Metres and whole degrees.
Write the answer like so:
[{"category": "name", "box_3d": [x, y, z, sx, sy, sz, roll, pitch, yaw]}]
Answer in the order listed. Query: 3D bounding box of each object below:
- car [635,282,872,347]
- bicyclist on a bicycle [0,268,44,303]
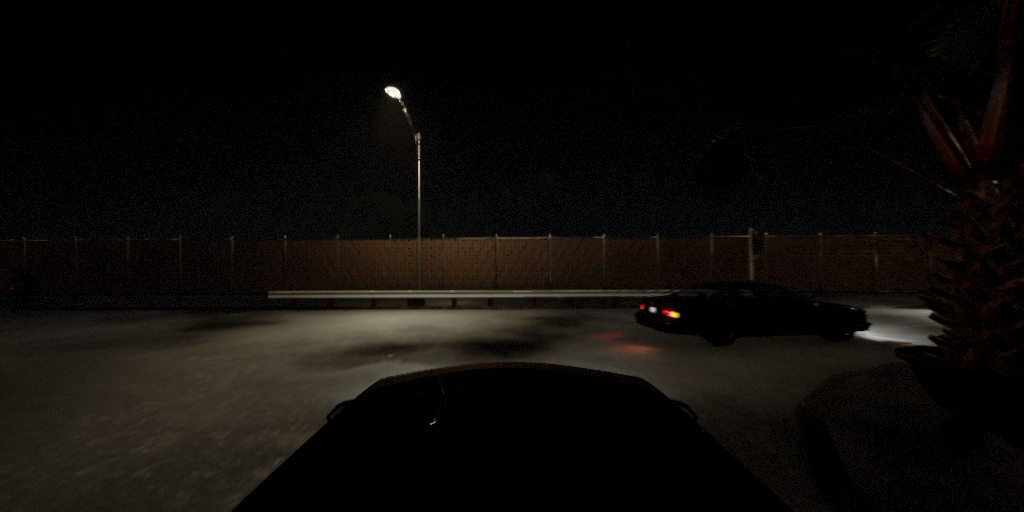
[{"category": "car", "box_3d": [5.981, 1.368, 9.161, 5.357, 1.411, 2.033, 0, -1, -7]}, {"category": "bicyclist on a bicycle", "box_3d": [-23.778, 1.426, 17.405, 0.582, 1.620, 1.656, 0, 0, 1]}]
